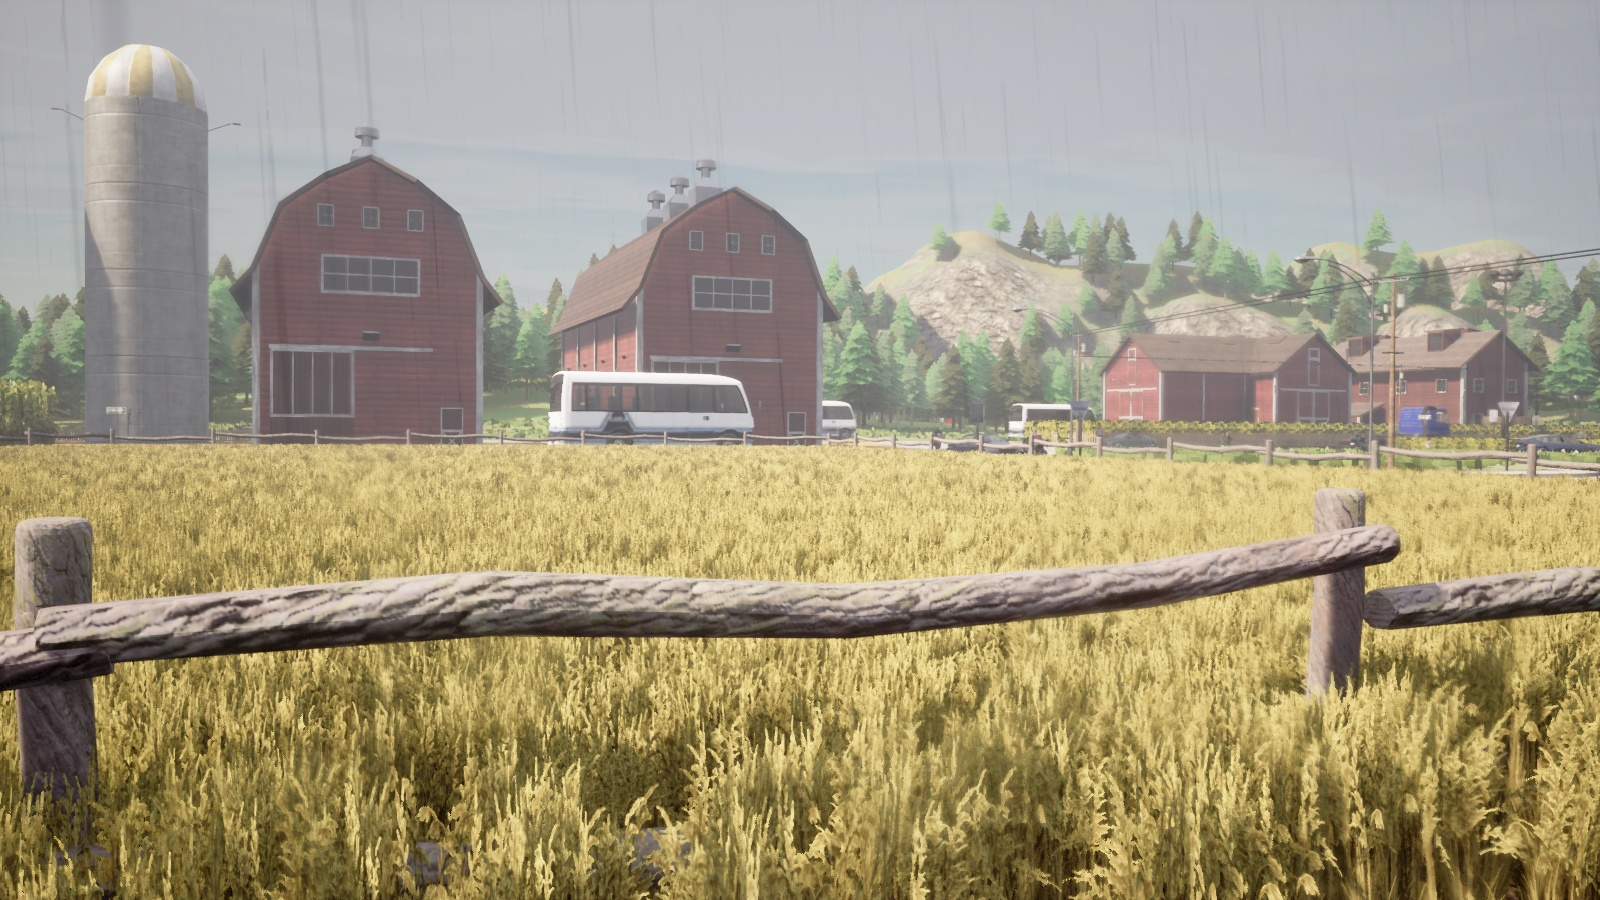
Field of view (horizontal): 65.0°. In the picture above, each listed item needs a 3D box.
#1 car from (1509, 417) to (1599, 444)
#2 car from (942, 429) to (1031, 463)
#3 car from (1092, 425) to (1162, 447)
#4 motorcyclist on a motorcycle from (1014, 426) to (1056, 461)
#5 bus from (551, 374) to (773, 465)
[{"bbox_3d":[44.370,-1.126,73.278,4.792,1.488,2.163,-1,1,8],"label":"car"},{"bbox_3d":[7.987,-0.189,54.167,1.994,1.385,4.181,-1,1,-22],"label":"car"},{"bbox_3d":[22.470,-0.973,86.350,4.181,1.385,1.994,-1,1,-18],"label":"car"},{"bbox_3d":[10.657,-0.307,56.974,0.866,1.530,2.191,-1,1,-21],"label":"motorcyclist on a motorcycle"},{"bbox_3d":[-6.892,-1.569,63.017,10.273,4.253,3.944,-1,1,-23],"label":"bus"}]
